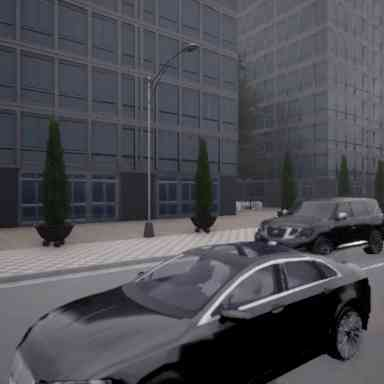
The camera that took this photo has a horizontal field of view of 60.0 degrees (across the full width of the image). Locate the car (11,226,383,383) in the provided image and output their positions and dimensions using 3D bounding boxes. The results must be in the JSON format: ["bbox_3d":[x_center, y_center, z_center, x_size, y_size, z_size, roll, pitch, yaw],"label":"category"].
[{"bbox_3d":[0.441,1.491,4.320,4.902,1.511,2.128,0,0,-36],"label":"car"}]

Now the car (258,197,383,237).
[{"bbox_3d":[4.714,1.223,11.768,5.566,2.045,2.150,0,0,-36],"label":"car"}]
